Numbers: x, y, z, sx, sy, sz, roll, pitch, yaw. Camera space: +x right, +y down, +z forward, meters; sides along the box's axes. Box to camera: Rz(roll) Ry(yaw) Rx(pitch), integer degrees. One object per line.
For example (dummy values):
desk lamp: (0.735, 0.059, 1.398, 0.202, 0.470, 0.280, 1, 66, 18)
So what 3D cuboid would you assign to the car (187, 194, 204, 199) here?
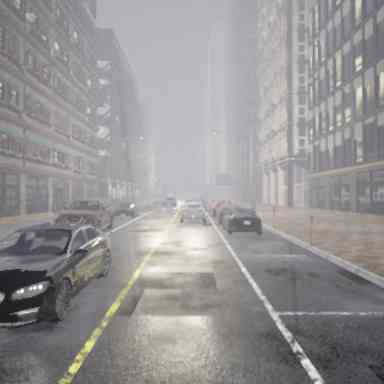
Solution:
car: (0.074, 1.424, 42.685, 2.163, 1.488, 4.792, 0, 0, 0)

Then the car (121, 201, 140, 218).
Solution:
car: (-5.697, 1.511, 29.644, 1.947, 1.339, 4.313, 1, 0, 0)

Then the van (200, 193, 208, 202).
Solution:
van: (2.658, 1.197, 74.856, 1.690, 1.788, 3.998, 1, 0, 0)

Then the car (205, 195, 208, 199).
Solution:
car: (2.681, 1.375, 35.298, 1.967, 1.590, 4.097, 1, 0, 0)

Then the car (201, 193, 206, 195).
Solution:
car: (2.661, 1.461, 63.554, 1.802, 1.307, 4.206, 1, 0, 0)

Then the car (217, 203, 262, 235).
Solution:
car: (2.690, 1.533, 18.345, 1.947, 1.339, 4.313, 1, 0, 0)

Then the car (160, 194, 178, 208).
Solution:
car: (-3.115, 1.436, 47.598, 1.812, 1.442, 4.674, 0, 0, 0)

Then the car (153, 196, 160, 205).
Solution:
car: (-5.714, 1.416, 57.730, 1.752, 1.417, 4.829, 1, 0, 0)

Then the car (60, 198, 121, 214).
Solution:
car: (-5.686, 1.282, 18.341, 2.192, 1.841, 5.009, 1, 0, 0)

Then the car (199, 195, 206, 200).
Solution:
car: (2.647, 1.414, 86.158, 1.802, 1.307, 4.206, 1, 0, 0)

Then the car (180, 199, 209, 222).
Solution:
car: (0.083, 1.480, 25.337, 1.812, 1.442, 4.674, 0, 0, 0)

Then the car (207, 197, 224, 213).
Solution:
car: (2.685, 1.386, 29.647, 1.967, 1.590, 4.097, 1, 0, 0)

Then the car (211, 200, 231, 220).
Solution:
car: (2.687, 1.501, 23.995, 1.887, 1.381, 4.507, 1, 0, 0)

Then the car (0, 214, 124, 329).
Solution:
car: (-3.107, 1.478, 7.231, 2.128, 1.511, 4.902, 0, 0, 0)

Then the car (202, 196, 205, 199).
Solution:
car: (2.676, 1.475, 40.949, 2.008, 1.369, 4.403, 1, 0, 0)
